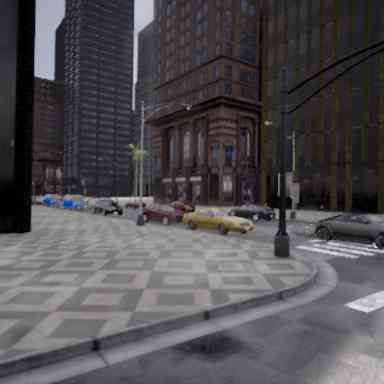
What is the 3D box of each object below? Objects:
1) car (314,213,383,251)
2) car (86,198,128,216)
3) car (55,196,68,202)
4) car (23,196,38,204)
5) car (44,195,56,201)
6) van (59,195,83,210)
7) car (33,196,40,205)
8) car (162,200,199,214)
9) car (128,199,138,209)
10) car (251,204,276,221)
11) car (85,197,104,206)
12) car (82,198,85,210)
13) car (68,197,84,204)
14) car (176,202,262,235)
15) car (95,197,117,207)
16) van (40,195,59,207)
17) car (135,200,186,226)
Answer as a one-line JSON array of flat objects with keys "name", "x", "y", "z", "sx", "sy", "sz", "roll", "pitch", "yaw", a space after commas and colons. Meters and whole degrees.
[{"name": "car", "x": 7.584, "y": 1.620, "z": 14.597, "sx": 1.994, "sy": 1.385, "sz": 4.181, "roll": 1, "pitch": 0, "yaw": -36}, {"name": "car", "x": -8.098, "y": 1.501, "z": 31.520, "sx": 1.947, "sy": 1.339, "sz": 4.313, "roll": 2, "pitch": -1, "yaw": -36}, {"name": "car", "x": -29.894, "y": 1.617, "z": 76.076, "sx": 1.802, "sy": 1.307, "sz": 4.206, "roll": 2, "pitch": -1, "yaw": -36}, {"name": "car", "x": -29.889, "y": 1.470, "z": 61.552, "sx": 1.802, "sy": 1.307, "sz": 4.206, "roll": 2, "pitch": -1, "yaw": -36}, {"name": "car", "x": -36.237, "y": 1.566, "z": 84.819, "sx": 1.947, "sy": 1.339, "sz": 4.313, "roll": 2, "pitch": -1, "yaw": -36}, {"name": "van", "x": -14.320, "y": 1.262, "z": 40.103, "sx": 1.690, "sy": 1.788, "sz": 3.998, "roll": 2, "pitch": -1, "yaw": -36}, {"name": "car", "x": -23.663, "y": 1.484, "z": 52.971, "sx": 1.802, "sy": 1.307, "sz": 4.206, "roll": 2, "pitch": -1, "yaw": -36}, {"name": "car", "x": -1.357, "y": 1.650, "z": 36.743, "sx": 1.887, "sy": 1.381, "sz": 4.507, "roll": 2, "pitch": -1, "yaw": -36}, {"name": "car", "x": -7.699, "y": 1.673, "z": 45.483, "sx": 1.802, "sy": 1.307, "sz": 4.206, "roll": 2, "pitch": -1, "yaw": -36}, {"name": "car", "x": 4.984, "y": 1.675, "z": 28.003, "sx": 2.008, "sy": 1.369, "sz": 4.403, "roll": 2, "pitch": -1, "yaw": -36}, {"name": "car", "x": -17.212, "y": 1.638, "z": 58.593, "sx": 1.947, "sy": 1.339, "sz": 4.313, "roll": 2, "pitch": -1, "yaw": -36}, {"name": "car", "x": -11.501, "y": 1.500, "z": 40.912, "sx": 1.812, "sy": 1.442, "sz": 4.674, "roll": 1, "pitch": -1, "yaw": -36}, {"name": "car", "x": -23.553, "y": 1.623, "z": 67.334, "sx": 1.947, "sy": 1.339, "sz": 4.313, "roll": 2, "pitch": -1, "yaw": -36}, {"name": "car", "x": 1.341, "y": 1.491, "z": 18.513, "sx": 1.752, "sy": 1.417, "sz": 4.829, "roll": 2, "pitch": -1, "yaw": -36}, {"name": "car", "x": -14.040, "y": 1.623, "z": 54.223, "sx": 1.887, "sy": 1.381, "sz": 4.507, "roll": 2, "pitch": -1, "yaw": -36}, {"name": "van", "x": -20.545, "y": 1.250, "z": 48.683, "sx": 1.690, "sy": 1.788, "sz": 3.998, "roll": 2, "pitch": -1, "yaw": -36}, {"name": "car", "x": -1.872, "y": 1.498, "z": 22.940, "sx": 1.887, "sy": 1.381, "sz": 4.507, "roll": 2, "pitch": -1, "yaw": -36}]
